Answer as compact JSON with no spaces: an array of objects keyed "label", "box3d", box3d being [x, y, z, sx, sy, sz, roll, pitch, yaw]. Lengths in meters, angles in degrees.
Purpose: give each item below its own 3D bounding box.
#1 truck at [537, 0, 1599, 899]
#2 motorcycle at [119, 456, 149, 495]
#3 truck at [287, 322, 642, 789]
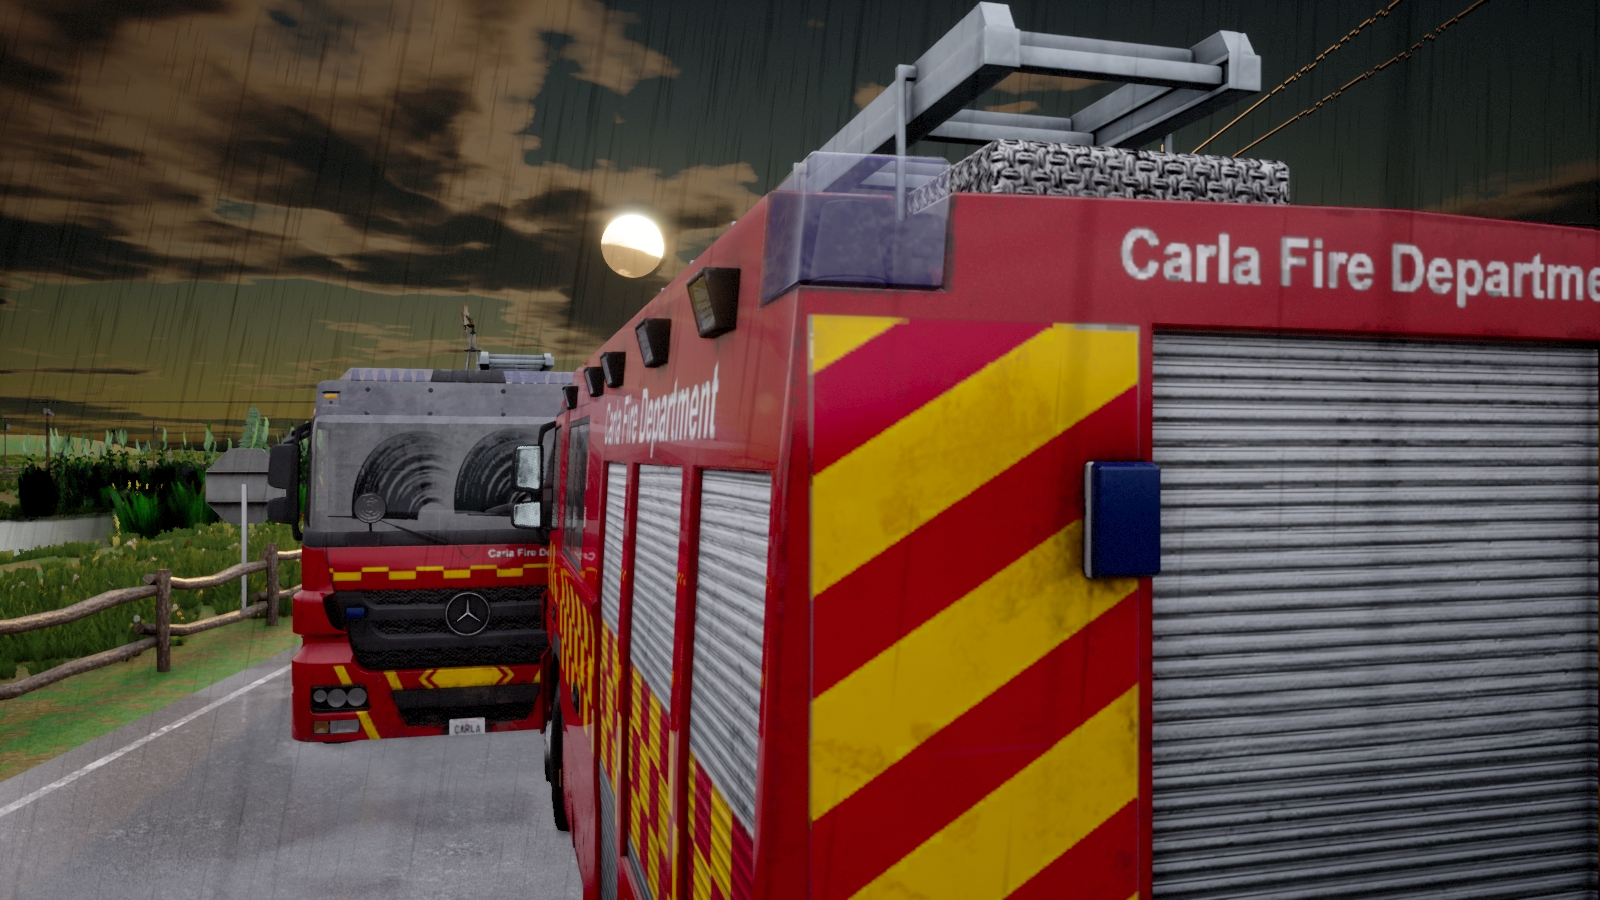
[{"label":"truck","box3d":[0.089,0.867,6.869,2.891,3.827,8.468,0,0,-15]},{"label":"motorcycle","box3d":[-41.412,1.577,71.097,0.803,2.348,2.033,0,0,-4]},{"label":"truck","box3d":[-3.924,0.862,13.828,2.891,3.827,8.468,0,0,-15]}]
